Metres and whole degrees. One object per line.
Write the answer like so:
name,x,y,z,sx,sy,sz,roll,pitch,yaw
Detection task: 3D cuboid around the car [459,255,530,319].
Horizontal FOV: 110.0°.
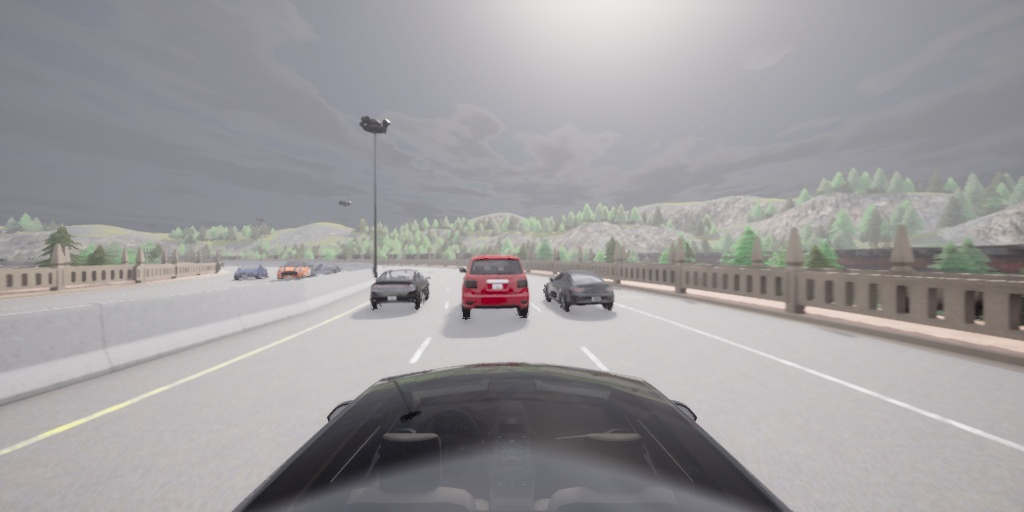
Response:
car,-0.743,1.005,13.246,2.150,2.045,5.566,0,0,-7

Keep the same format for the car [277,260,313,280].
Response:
car,-20.379,1.274,33.581,2.097,1.767,4.553,0,0,-22

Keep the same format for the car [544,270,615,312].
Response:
car,2.576,1.297,14.421,1.812,1.442,4.674,0,0,-7

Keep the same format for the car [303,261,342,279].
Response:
car,-15.239,1.380,29.564,2.128,1.511,4.902,0,0,-18

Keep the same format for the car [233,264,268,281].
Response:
car,-23.885,1.461,33.011,1.812,1.442,4.674,0,0,-22

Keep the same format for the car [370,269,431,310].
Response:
car,-4.553,1.296,15.106,2.128,1.511,4.902,0,0,-7
